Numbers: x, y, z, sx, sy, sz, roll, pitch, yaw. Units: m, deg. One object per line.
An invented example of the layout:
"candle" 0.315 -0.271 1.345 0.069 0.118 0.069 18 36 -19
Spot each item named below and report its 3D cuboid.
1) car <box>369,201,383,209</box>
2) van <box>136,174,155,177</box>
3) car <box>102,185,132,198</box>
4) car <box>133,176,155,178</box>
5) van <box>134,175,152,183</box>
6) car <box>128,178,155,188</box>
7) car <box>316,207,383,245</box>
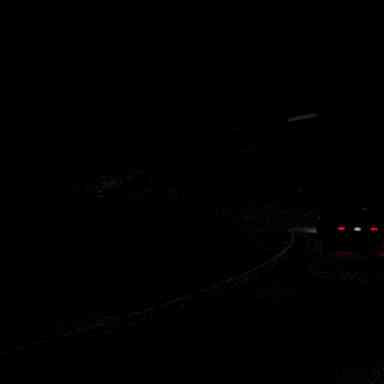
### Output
"car" 10.688 1.278 18.259 2.097 1.767 4.553 -1 0 11
"van" -12.031 -2.668 80.369 4.442 1.987 1.878 -2 6 -25
"car" -11.128 0.081 47.641 4.181 1.385 1.994 2 2 42
"car" -12.009 -2.156 77.237 5.366 1.575 1.946 -2 6 -25
"van" -13.125 -3.504 89.317 4.442 1.987 1.878 -2 6 -25
"car" -11.260 -1.594 71.285 4.892 1.521 2.231 -2 6 -25
"car" 7.052 1.505 15.445 2.033 1.411 5.357 -1 0 13
